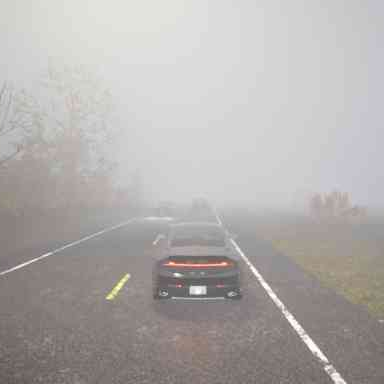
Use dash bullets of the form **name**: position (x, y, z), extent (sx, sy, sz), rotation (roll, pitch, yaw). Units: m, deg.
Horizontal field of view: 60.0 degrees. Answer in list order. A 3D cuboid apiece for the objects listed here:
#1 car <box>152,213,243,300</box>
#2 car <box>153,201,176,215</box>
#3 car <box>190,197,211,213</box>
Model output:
- **car**: position (0.137, 1.508, 8.369), extent (1.837, 1.490, 4.892), rotation (0, 0, 1)
- **car**: position (-2.792, 1.627, 34.204), extent (1.895, 1.301, 4.718), rotation (0, 0, 3)
- **car**: position (0.985, 1.381, 37.446), extent (2.097, 1.767, 4.553), rotation (0, 0, 4)
